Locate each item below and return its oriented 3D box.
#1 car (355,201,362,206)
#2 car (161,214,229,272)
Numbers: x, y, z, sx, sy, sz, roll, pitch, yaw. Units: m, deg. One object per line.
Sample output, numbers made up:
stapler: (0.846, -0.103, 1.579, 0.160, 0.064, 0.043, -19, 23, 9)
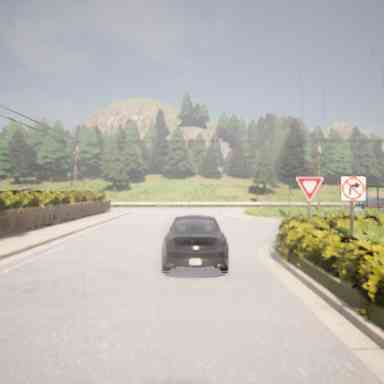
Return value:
car: (24.061, 1.428, 43.976, 4.674, 1.442, 1.812, 0, 0, 1)
car: (0.092, 1.480, 10.658, 1.837, 1.490, 4.892, 0, 0, 0)
